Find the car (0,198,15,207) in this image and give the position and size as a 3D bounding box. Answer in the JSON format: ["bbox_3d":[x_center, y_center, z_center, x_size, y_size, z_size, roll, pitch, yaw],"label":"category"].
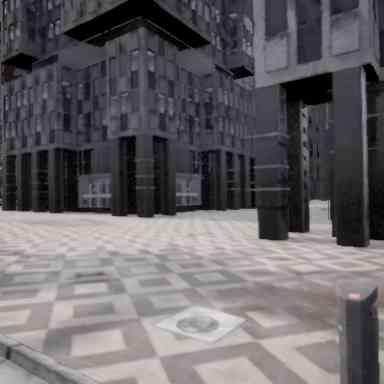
[{"bbox_3d":[-37.486,2.064,65.732,1.967,1.590,4.097,-1,-1,35],"label":"car"}]

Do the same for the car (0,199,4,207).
[{"bbox_3d":[-33.673,2.023,56.246,1.947,1.339,4.313,-1,-1,35],"label":"car"}]
